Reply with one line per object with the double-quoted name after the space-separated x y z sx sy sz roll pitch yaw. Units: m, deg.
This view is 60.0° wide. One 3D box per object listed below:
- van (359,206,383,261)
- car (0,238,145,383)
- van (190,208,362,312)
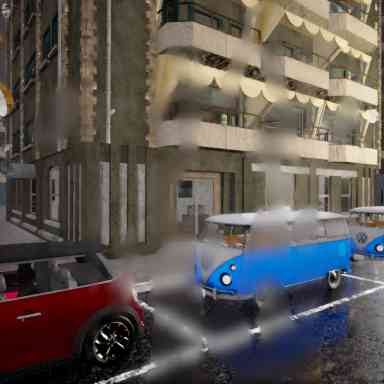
6.496 1.345 10.755 3.998 1.788 1.690 0 0 -36 "van"
-2.755 1.440 4.128 4.097 1.590 1.967 0 0 -36 "car"
1.870 1.342 7.441 3.998 1.788 1.690 0 0 -36 "van"
